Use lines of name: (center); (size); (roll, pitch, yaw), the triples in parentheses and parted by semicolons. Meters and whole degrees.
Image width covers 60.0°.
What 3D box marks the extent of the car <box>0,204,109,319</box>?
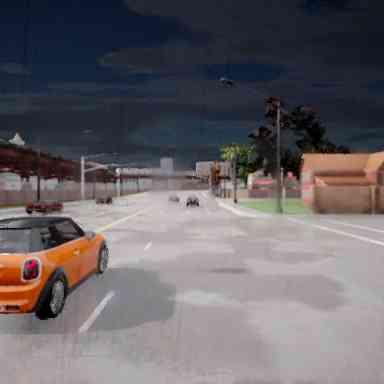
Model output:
car: (-3.396, 1.317, 7.465); (2.097, 1.767, 4.553); (0, 0, 0)

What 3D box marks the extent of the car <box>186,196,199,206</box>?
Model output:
car: (0.106, 1.320, 48.847); (2.033, 1.411, 5.357); (0, 0, 0)

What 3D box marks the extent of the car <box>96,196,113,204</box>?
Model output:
car: (-13.996, 1.321, 53.415); (1.994, 1.385, 4.181); (0, 0, 0)

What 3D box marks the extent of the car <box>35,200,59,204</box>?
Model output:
car: (-14.095, 1.452, 31.977); (1.895, 1.301, 4.718); (0, 0, 0)

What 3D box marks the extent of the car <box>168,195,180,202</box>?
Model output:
car: (-3.482, 1.265, 64.165); (1.994, 1.385, 4.181); (0, 0, 0)
